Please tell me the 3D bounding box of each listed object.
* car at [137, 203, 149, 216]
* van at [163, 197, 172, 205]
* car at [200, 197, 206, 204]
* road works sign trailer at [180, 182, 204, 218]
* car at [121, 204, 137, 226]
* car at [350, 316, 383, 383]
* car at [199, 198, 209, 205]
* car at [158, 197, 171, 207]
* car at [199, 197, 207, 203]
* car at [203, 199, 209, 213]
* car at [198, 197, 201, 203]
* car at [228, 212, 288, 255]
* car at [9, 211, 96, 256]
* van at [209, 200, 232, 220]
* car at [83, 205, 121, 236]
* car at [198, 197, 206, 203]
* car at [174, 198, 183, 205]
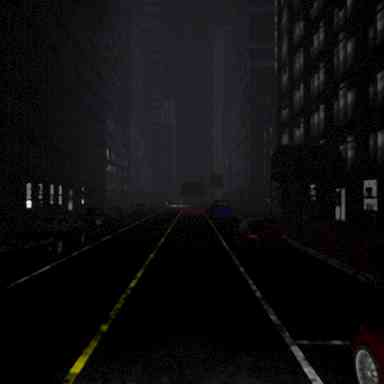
[{"bbox_3d":[-5.657,1.901,36.373,1.802,1.307,4.206,0,0,0],"label":"car"},{"bbox_3d":[-5.620,1.982,76.222,1.690,1.788,3.998,0,0,0],"label":"van"},{"bbox_3d":[2.745,2.091,59.132,1.802,1.307,4.206,0,0,0],"label":"car"},{"bbox_3d":[0.031,0.761,33.701,2.380,3.560,2.880,0,0,0],"label":"road works sign trailer"},{"bbox_3d":[-5.668,1.775,24.989,2.008,1.369,4.403,0,0,0],"label":"car"},{"bbox_3d":[2.691,1.605,2.207,1.802,1.307,4.206,0,-1,0],"label":"car"},{"bbox_3d":[2.761,2.192,76.209,2.008,1.369,4.403,0,0,0],"label":"car"},{"bbox_3d":[-5.631,2.106,64.835,2.008,1.369,4.403,0,0,0],"label":"car"},{"bbox_3d":[2.771,2.159,87.594,1.967,1.590,4.097,0,0,0],"label":"car"},{"bbox_3d":[2.729,1.949,42.054,1.802,1.307,4.206,0,0,0],"label":"car"},{"bbox_3d":[2.755,2.150,70.516,2.008,1.369,4.403,0,0,0],"label":"car"},{"bbox_3d":[2.702,1.710,13.595,1.802,1.307,4.206,0,0,0],"label":"car"},{"bbox_3d":[-5.679,1.678,13.604,2.008,1.369,4.403,0,-1,0],"label":"car"},{"bbox_3d":[2.718,1.613,30.673,1.690,1.788,3.998,0,0,0],"label":"van"},{"bbox_3d":[-5.673,1.617,19.298,1.967,1.590,4.097,0,0,0],"label":"car"},{"bbox_3d":[2.776,2.198,93.286,1.967,1.590,4.097,0,0,0],"label":"car"},{"bbox_3d":[-2.934,2.129,71.680,1.812,1.442,4.674,0,0,0],"label":"car"}]
